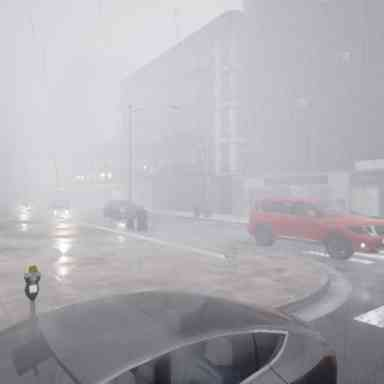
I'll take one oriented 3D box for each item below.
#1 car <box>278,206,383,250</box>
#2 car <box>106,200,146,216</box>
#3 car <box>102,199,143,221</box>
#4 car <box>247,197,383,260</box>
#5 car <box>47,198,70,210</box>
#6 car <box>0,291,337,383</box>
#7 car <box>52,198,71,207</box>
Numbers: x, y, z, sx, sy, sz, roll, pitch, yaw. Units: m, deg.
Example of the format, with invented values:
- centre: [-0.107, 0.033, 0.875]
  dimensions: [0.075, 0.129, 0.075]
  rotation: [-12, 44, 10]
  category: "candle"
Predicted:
- centre: [6.525, 1.516, 15.457]
  dimensions: [1.837, 1.490, 4.892]
  rotation: [0, 0, -35]
  category: "car"
- centre: [-6.882, 1.623, 34.399]
  dimensions: [2.033, 1.411, 5.357]
  rotation: [0, 0, -35]
  category: "car"
- centre: [-5.893, 1.419, 27.894]
  dimensions: [2.097, 1.767, 4.553]
  rotation: [0, 0, -35]
  category: "car"
- centre: [4.638, 1.239, 13.009]
  dimensions: [2.150, 2.045, 5.566]
  rotation: [0, 0, -35]
  category: "car"
- centre: [-18.648, 1.733, 46.080]
  dimensions: [1.895, 1.301, 4.718]
  rotation: [0, 0, -35]
  category: "car"
- centre: [-0.748, 1.566, 2.278]
  dimensions: [4.313, 1.339, 1.947]
  rotation: [0, 0, -35]
  category: "car"
- centre: [-21.829, 1.681, 55.517]
  dimensions: [1.812, 1.442, 4.674]
  rotation: [0, 0, -35]
  category: "car"
